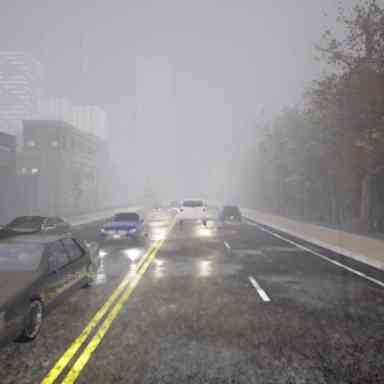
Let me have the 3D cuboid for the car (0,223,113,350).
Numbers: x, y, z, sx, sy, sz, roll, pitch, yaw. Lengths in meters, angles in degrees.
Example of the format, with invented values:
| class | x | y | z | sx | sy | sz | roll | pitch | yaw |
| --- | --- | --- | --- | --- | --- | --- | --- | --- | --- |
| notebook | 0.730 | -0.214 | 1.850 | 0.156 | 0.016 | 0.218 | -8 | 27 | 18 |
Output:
| class | x | y | z | sx | sy | sz | roll | pitch | yaw |
| --- | --- | --- | --- | --- | --- | --- | --- | --- | --- |
| car | -3.352 | 1.640 | 6.837 | 2.033 | 1.411 | 5.357 | 0 | -1 | 0 |

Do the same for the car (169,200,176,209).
| class | x | y | z | sx | sy | sz | roll | pitch | yaw |
| --- | --- | --- | --- | --- | --- | --- | --- | --- | --- |
| car | -3.268 | 2.316 | 62.970 | 1.882 | 1.535 | 5.008 | 0 | -1 | 0 |

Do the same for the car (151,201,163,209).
| class | x | y | z | sx | sy | sz | roll | pitch | yaw |
| --- | --- | --- | --- | --- | --- | --- | --- | --- | --- |
| car | -6.511 | 2.386 | 62.979 | 2.033 | 1.411 | 5.357 | 0 | -1 | 0 |

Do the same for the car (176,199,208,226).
| class | x | y | z | sx | sy | sz | roll | pitch | yaw |
| --- | --- | --- | --- | --- | --- | --- | --- | --- | --- |
| car | 0.095 | 1.580 | 27.129 | 2.150 | 2.045 | 5.566 | 0 | -1 | 0 |

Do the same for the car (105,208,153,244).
| class | x | y | z | sx | sy | sz | roll | pitch | yaw |
| --- | --- | --- | --- | --- | --- | --- | --- | --- | --- |
| car | -3.337 | 1.755 | 17.161 | 1.812 | 1.442 | 4.674 | 0 | -1 | 1 |

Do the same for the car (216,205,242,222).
| class | x | y | z | sx | sy | sz | roll | pitch | yaw |
| --- | --- | --- | --- | --- | --- | --- | --- | --- | --- |
| car | 3.348 | 1.908 | 30.156 | 1.837 | 1.490 | 4.892 | 0 | 0 | 0 |

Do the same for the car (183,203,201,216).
| class | x | y | z | sx | sy | sz | roll | pitch | yaw |
| --- | --- | --- | --- | --- | --- | --- | --- | --- | --- |
| car | 0.046 | 2.096 | 41.405 | 2.033 | 1.411 | 5.357 | 0 | -1 | 1 |

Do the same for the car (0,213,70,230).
| class | x | y | z | sx | sy | sz | roll | pitch | yaw |
| --- | --- | --- | --- | --- | --- | --- | --- | --- | --- |
| car | -6.591 | 1.692 | 13.957 | 1.837 | 1.490 | 4.892 | 0 | -1 | 0 |
